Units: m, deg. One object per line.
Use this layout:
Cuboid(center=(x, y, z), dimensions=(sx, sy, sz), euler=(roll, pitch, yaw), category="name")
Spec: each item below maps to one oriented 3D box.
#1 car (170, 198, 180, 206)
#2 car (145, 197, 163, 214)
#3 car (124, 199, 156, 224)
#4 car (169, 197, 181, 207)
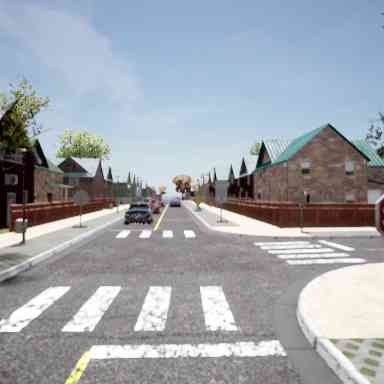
Cuboid(center=(-3.373, 1.890, 65.158), dimensions=(1.994, 1.385, 4.181), euler=(0, -1, -3), category="car")
Cuboid(center=(-4.593, 1.454, 36.056), dimensions=(2.097, 1.767, 4.553), euler=(0, 0, -3), category="car")
Cuboid(center=(-4.001, 1.555, 25.477), dimensions=(1.837, 1.490, 4.892), euler=(0, 0, -3), category="car")
Cuboid(center=(-2.792, 1.792, 55.768), dimensions=(2.033, 1.411, 5.357), euler=(0, 0, -3), category="car")
